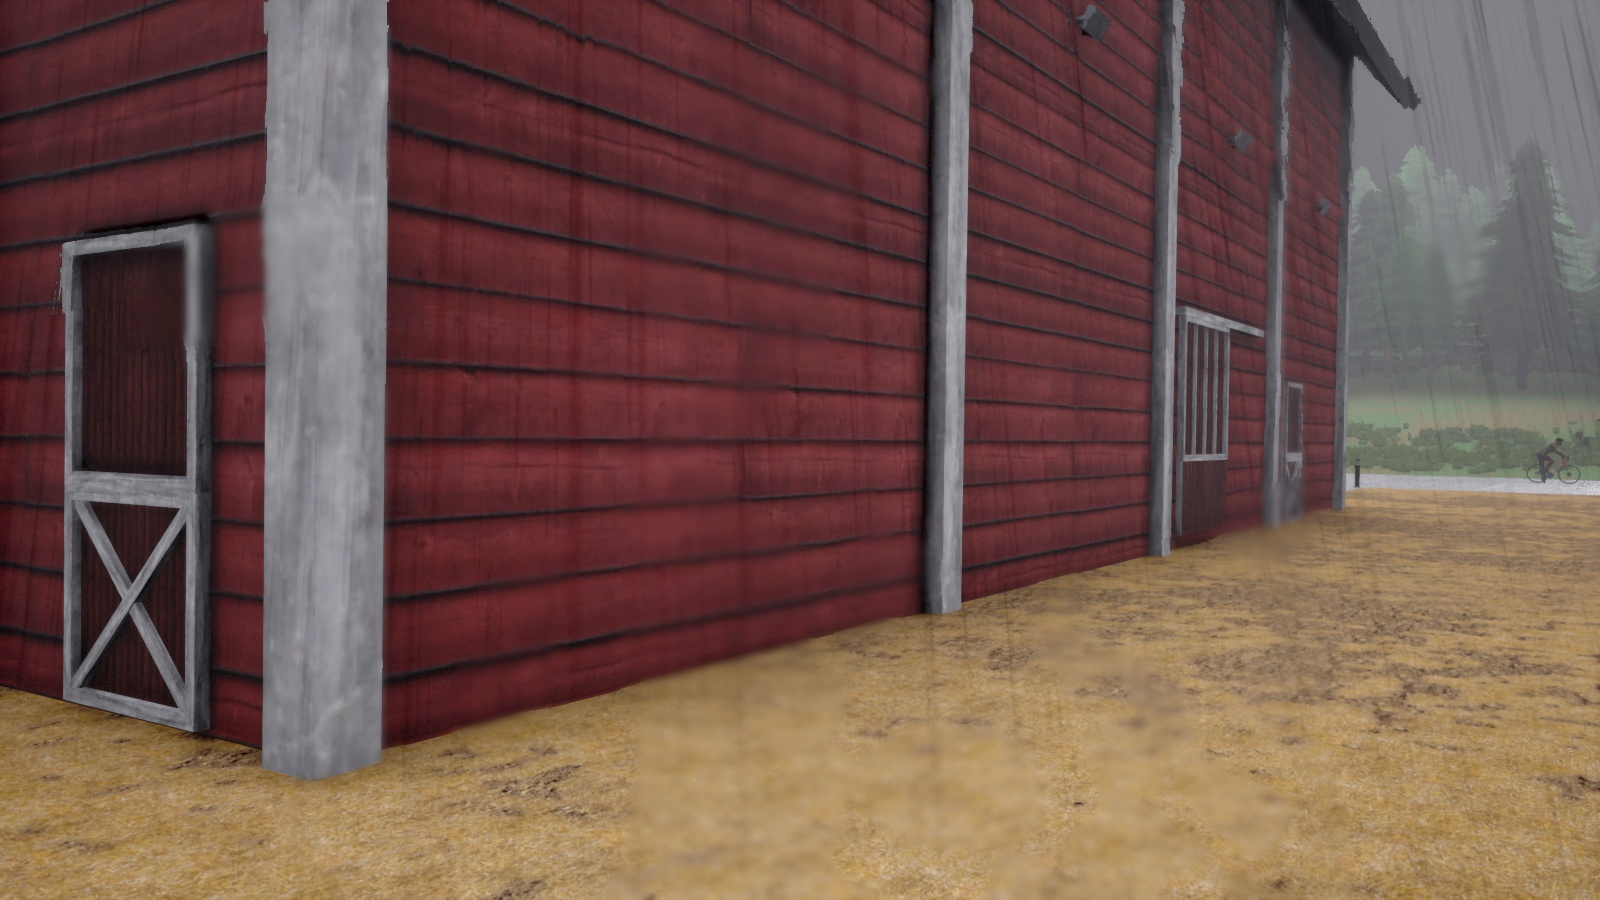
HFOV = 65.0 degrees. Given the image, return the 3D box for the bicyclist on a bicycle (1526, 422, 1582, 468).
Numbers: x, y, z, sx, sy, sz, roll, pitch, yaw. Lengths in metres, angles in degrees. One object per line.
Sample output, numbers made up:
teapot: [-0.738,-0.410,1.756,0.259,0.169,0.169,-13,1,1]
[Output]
bicyclist on a bicycle: [26.668,-0.190,44.434,1.656,1.620,0.582,1,1,34]
